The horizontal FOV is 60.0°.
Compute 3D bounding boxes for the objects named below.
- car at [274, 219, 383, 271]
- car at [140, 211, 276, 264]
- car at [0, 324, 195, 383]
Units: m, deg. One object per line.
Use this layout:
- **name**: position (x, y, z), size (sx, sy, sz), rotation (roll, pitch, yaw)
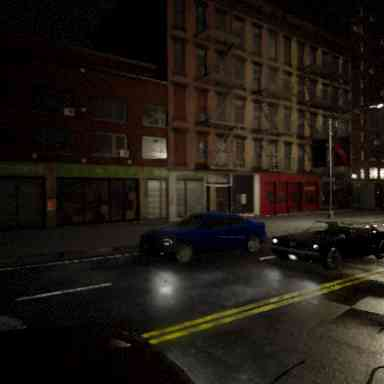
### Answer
- **car**: position (4.763, 1.605, 11.069), size (4.718, 1.301, 1.895), rotation (0, 0, -35)
- **car**: position (0.536, 1.479, 12.047), size (5.008, 1.535, 1.882), rotation (0, 0, -35)
- **car**: position (-2.427, 1.548, 1.708), size (5.357, 1.411, 2.033), rotation (0, 0, -35)
